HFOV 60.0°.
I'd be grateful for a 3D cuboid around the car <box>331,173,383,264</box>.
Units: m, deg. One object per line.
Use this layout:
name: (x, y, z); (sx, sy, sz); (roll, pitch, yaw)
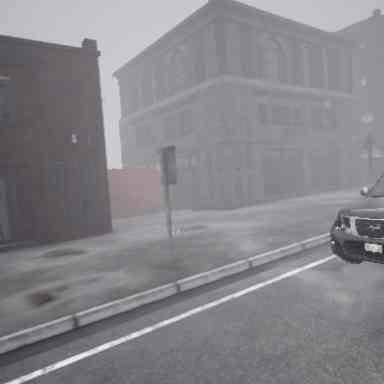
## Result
car: (5.485, 0.348, 7.579); (5.566, 2.045, 2.150); (-8, 5, -35)
